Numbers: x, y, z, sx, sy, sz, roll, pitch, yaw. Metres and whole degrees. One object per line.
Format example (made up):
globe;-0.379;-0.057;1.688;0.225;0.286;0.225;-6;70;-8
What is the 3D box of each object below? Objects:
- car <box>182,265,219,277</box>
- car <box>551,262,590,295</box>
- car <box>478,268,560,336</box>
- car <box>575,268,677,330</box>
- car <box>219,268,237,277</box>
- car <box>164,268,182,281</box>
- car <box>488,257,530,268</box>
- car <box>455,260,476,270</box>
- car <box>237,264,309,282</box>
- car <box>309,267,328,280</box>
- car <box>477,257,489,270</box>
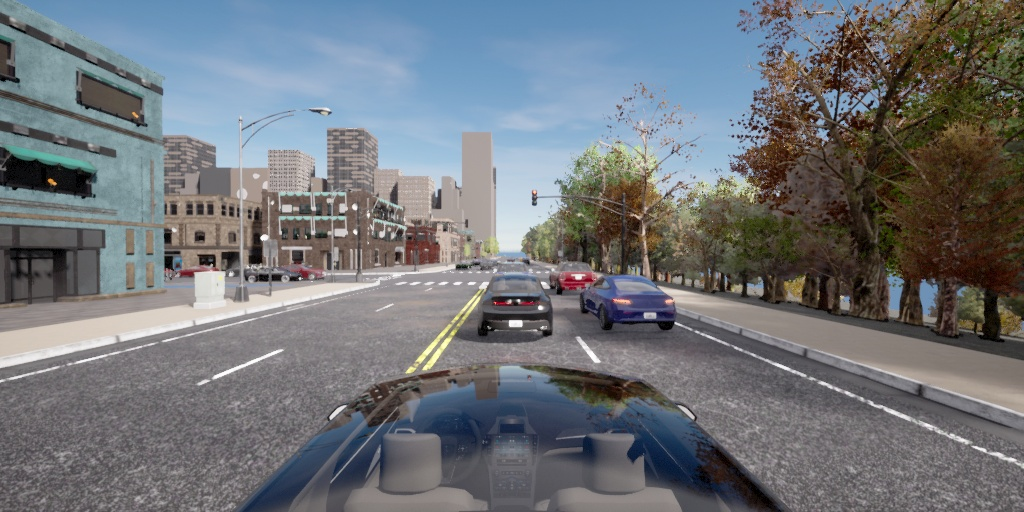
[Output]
car;-33.928;1.647;38.692;4.207;1.307;1.802;0;0;0
car;3.298;1.097;19.936;2.097;1.767;4.553;0;0;0
car;0.075;1.252;10.350;1.837;1.490;4.892;0;0;0
car;3.324;1.273;10.949;1.812;1.442;4.674;0;0;0
car;-28.392;1.553;38.703;4.403;1.370;2.007;0;0;0
car;-33.935;1.602;32.899;5.008;1.535;1.882;-1;1;0
car;0.048;1.097;19.260;2.097;1.767;4.553;0;0;0
car;-6.740;1.333;50.573;1.895;1.301;4.718;0;0;2
car;-20.033;1.559;30.216;4.313;1.339;1.948;0;0;0
car;-19.497;1.485;32.930;4.674;1.442;1.812;-1;1;-1
car;-3.518;1.236;50.981;1.837;1.490;4.892;0;0;-2
